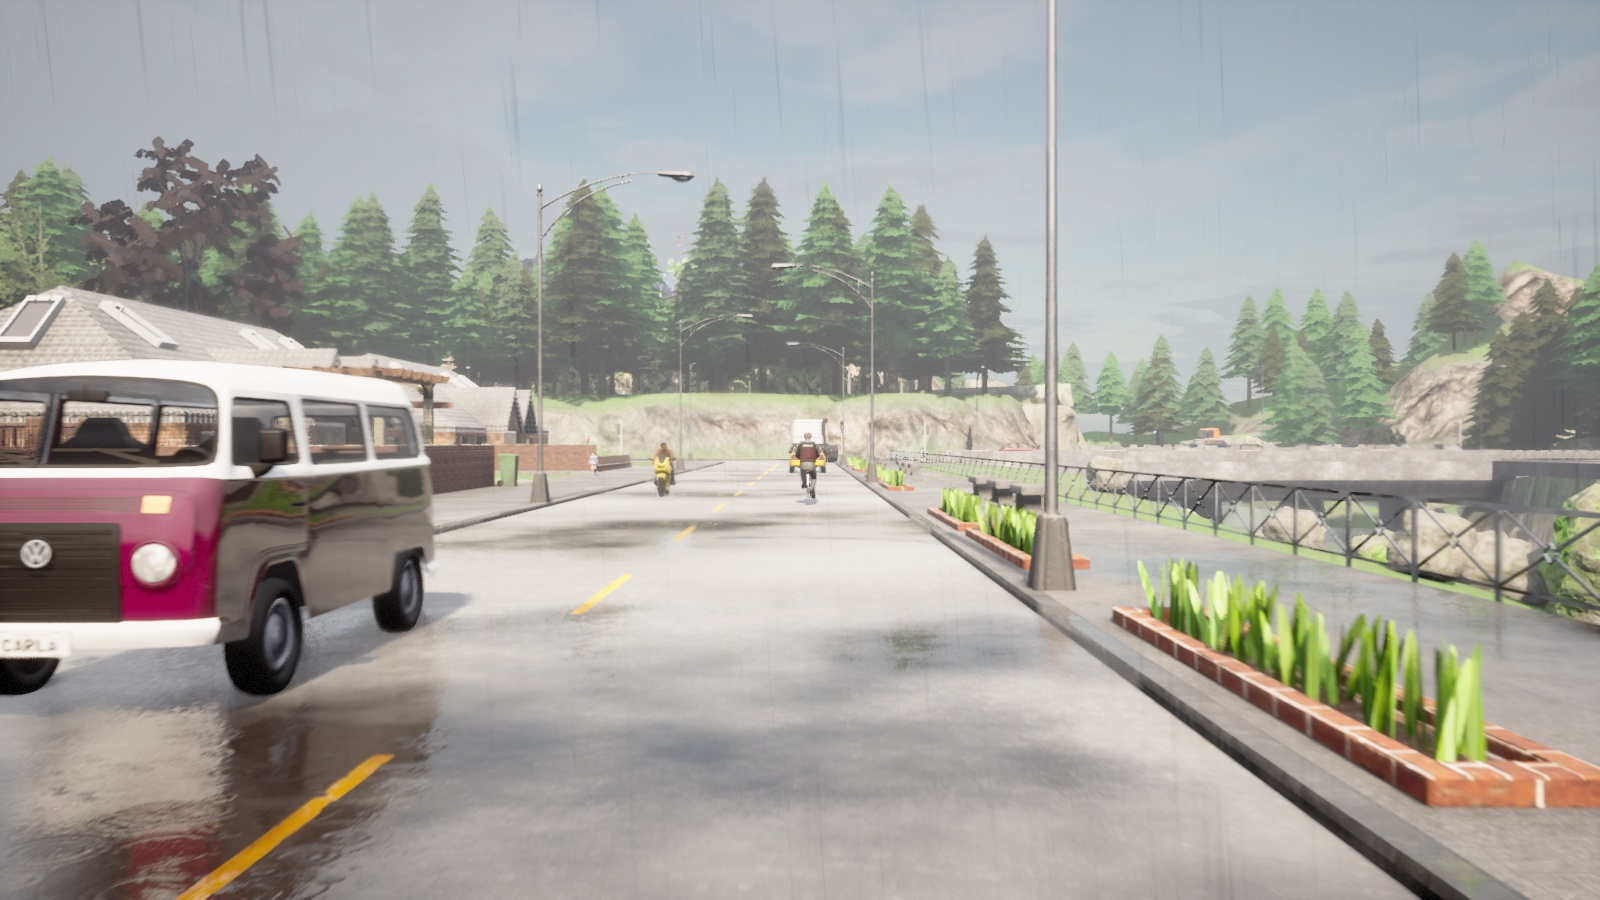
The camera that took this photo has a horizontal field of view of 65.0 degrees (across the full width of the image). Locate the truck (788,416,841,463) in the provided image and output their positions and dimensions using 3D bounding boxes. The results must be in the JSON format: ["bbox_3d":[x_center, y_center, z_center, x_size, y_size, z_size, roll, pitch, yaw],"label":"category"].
[{"bbox_3d":[1.026,-0.787,98.060,2.891,3.462,7.936,0,0,-9],"label":"truck"}]

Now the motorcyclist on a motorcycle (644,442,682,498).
[{"bbox_3d":[-3.785,0.529,34.832,0.797,1.523,2.044,0,0,0],"label":"motorcyclist on a motorcycle"}]

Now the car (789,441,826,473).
[{"bbox_3d":[0.383,0.326,63.881,1.801,1.575,5.366,0,0,0],"label":"car"}]

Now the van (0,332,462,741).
[{"bbox_3d":[-3.936,0.419,8.505,2.069,2.038,4.480,0,0,0],"label":"van"}]
